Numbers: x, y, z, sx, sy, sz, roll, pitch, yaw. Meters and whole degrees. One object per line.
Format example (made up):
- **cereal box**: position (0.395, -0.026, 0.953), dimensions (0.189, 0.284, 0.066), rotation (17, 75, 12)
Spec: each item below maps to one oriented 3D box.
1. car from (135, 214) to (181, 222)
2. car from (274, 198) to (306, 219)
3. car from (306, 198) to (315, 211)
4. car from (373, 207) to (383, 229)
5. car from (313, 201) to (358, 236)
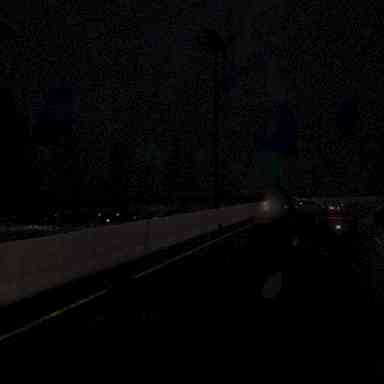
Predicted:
- **car**: position (-2.099, 1.525, 21.910), dimensions (1.812, 1.442, 4.674), rotation (0, 0, 21)
- **car**: position (8.706, 1.351, 29.740), dimensions (2.097, 1.767, 4.553), rotation (0, 0, 22)
- **car**: position (14.247, 1.490, 41.579), dimensions (2.128, 1.511, 4.902), rotation (0, 0, 28)
- **car**: position (12.841, 1.600, 21.163), dimensions (1.895, 1.301, 4.718), rotation (0, 0, 21)
- **car**: position (8.089, 1.492, 18.616), dimensions (2.128, 1.511, 4.902), rotation (0, 0, 21)
